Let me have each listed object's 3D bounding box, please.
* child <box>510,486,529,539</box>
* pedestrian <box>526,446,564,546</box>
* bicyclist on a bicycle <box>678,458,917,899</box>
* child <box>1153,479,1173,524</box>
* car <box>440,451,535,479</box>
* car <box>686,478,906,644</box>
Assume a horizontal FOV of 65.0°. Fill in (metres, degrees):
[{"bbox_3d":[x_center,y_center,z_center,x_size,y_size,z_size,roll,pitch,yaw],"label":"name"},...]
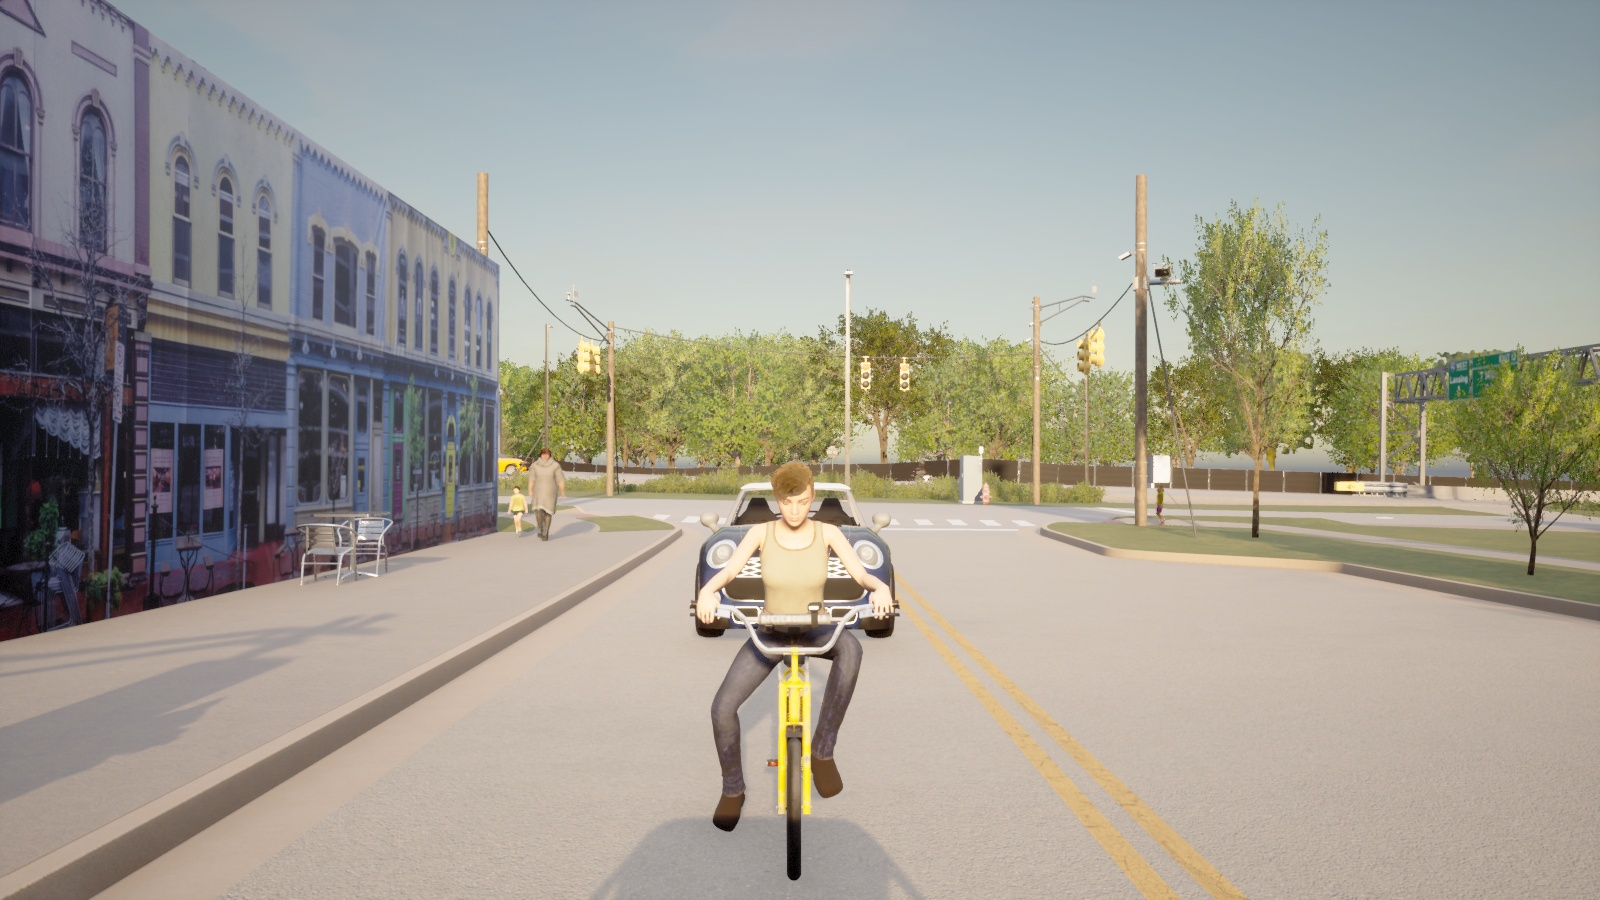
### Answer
[{"bbox_3d":[-5.968,1.334,26.727,0.255,1.110,0.394,0,-1,8],"label":"child"},{"bbox_3d":[-5.110,0.912,25.169,0.659,1.952,0.873,0,-1,-5],"label":"pedestrian"},{"bbox_3d":[-0.017,0.853,5.334,0.866,1.612,1.509,0,-1,-1],"label":"bicyclist on a bicycle"},{"bbox_3d":[9.568,1.358,33.091,0.473,1.160,0.299,0,-1,7],"label":"child"},{"bbox_3d":[-18.205,0.878,73.322,5.008,1.535,1.882,1,-1,0],"label":"car"},{"bbox_3d":[-0.039,1.037,13.186,1.970,1.475,3.806,0,-1,0],"label":"car"}]
